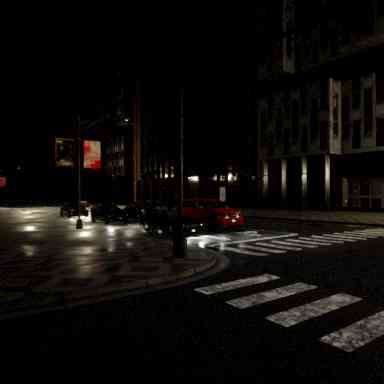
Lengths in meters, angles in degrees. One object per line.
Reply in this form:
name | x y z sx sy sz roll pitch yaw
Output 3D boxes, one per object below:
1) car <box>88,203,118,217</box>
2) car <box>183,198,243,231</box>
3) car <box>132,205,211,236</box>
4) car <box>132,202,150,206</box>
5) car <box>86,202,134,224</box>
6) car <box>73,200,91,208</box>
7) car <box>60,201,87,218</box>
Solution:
car | -10.421 2.024 38.736 1.812 1.442 4.674 0 -1 -35
car | 1.023 1.455 22.790 2.150 2.045 5.566 0 -1 -34
car | -1.461 1.793 20.632 2.033 1.411 5.357 0 -1 -36
car | -4.635 1.716 30.653 2.097 1.767 4.553 0 -1 -36
car | -7.154 1.855 28.581 1.882 1.535 5.008 0 -1 -36
car | -22.027 2.406 66.420 2.033 1.411 5.357 0 -1 -36
car | -13.067 1.867 36.851 2.097 1.767 4.553 0 -1 -36
